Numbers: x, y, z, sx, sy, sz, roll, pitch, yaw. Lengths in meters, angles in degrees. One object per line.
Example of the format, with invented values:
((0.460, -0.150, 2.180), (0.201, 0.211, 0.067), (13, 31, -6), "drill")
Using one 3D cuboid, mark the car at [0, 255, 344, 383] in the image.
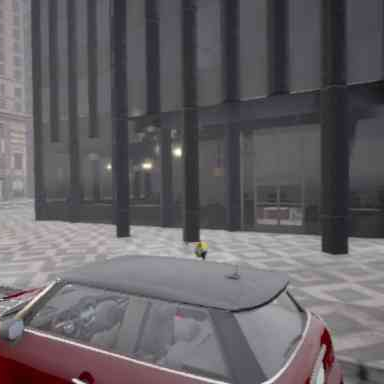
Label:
((-0.760, 1.400, 3.373), (4.097, 1.590, 1.967), (-1, 1, 30), "car")
